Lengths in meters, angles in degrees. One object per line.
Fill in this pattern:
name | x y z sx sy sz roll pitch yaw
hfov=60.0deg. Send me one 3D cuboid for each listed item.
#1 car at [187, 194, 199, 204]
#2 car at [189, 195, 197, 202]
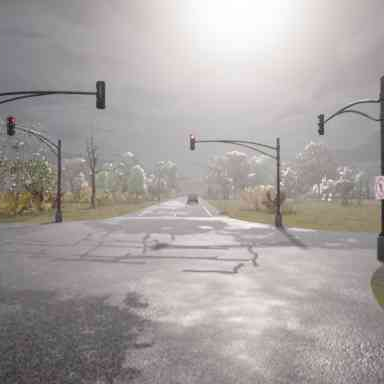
car | 0.170 1.354 67.641 2.150 2.045 5.566 0 0 0
car | 0.196 1.474 78.031 1.882 1.535 5.008 0 0 0
